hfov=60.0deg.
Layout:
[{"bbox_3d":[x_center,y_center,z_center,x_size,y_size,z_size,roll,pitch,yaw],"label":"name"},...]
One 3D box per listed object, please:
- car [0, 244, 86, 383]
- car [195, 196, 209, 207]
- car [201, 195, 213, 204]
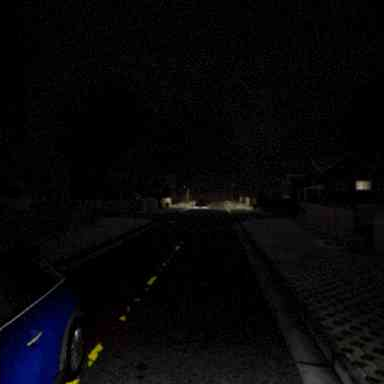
[{"bbox_3d":[-2.402,1.378,2.437,2.097,1.767,4.553,0,0,-1],"label":"car"},{"bbox_3d":[1.576,1.876,58.324,1.837,1.490,4.892,0,-1,5],"label":"car"},{"bbox_3d":[2.926,1.698,73.991,2.150,2.045,5.566,0,0,5],"label":"car"}]
